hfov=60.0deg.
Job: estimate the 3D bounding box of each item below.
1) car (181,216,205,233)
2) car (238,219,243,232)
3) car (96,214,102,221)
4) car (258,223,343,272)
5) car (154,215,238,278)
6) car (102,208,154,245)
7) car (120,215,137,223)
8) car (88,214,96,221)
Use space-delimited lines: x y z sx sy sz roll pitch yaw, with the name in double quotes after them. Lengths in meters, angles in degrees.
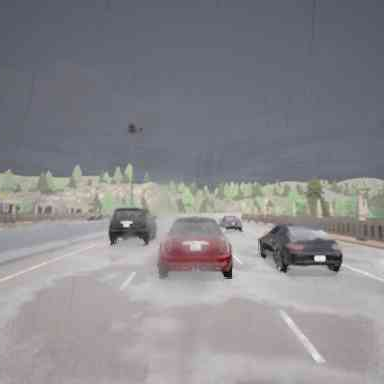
0.100 2.988 31.616 2.033 1.411 5.357 0 -3 0 "car"
3.605 2.986 31.592 2.033 1.411 5.357 0 -3 0 "car"
-13.926 4.373 56.084 2.128 1.511 4.902 0 -3 2 "car"
3.600 1.814 11.659 1.812 1.442 4.674 0 -3 0 "car"
0.099 1.616 11.099 2.097 1.767 4.553 0 -3 0 "car"
-3.401 1.974 19.903 2.150 2.045 5.566 0 -3 0 "car"
-10.499 4.432 55.257 1.895 1.301 4.718 0 -3 1 "car"
-17.278 4.706 60.711 2.033 1.411 5.357 0 -3 4 "car"
